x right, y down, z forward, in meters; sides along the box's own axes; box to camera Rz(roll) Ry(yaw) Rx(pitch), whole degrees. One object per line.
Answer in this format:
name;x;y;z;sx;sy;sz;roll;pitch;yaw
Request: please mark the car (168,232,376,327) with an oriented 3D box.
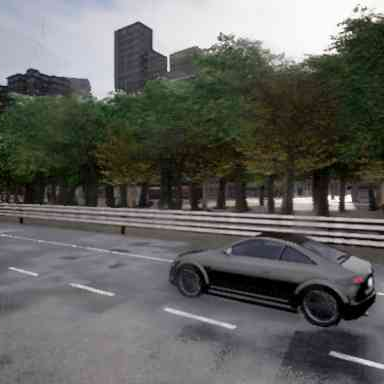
car;1.526;1.567;7.079;4.181;1.385;1.994;0;0;36
